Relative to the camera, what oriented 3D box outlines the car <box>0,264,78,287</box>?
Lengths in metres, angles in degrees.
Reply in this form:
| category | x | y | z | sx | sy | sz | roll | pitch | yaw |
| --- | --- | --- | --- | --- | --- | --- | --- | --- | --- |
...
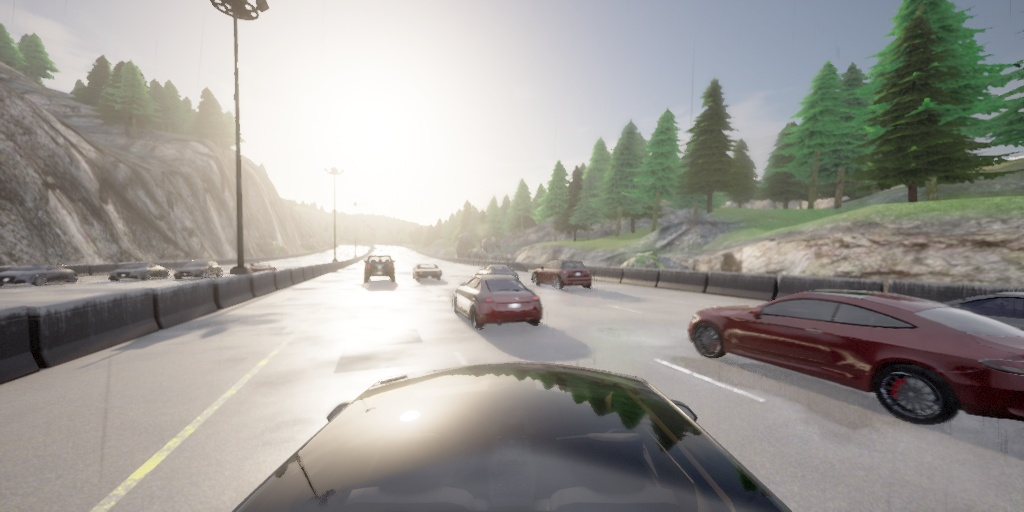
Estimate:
| category | x | y | z | sx | sy | sz | roll | pitch | yaw |
| --- | --- | --- | --- | --- | --- | --- | --- | --- | --- |
| car | -31.232 | 1.243 | 23.549 | 1.994 | 1.385 | 4.181 | 0 | 0 | -20 |

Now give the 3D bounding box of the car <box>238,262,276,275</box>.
| category | x | y | z | sx | sy | sz | roll | pitch | yaw |
| --- | --- | --- | --- | --- | --- | --- | --- | --- | --- |
| car | -23.451 | 1.249 | 32.980 | 1.895 | 1.301 | 4.718 | 0 | 0 | -20 |

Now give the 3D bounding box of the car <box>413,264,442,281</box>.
| category | x | y | z | sx | sy | sz | roll | pitch | yaw |
| --- | --- | --- | --- | --- | --- | --- | --- | --- | --- |
| car | -6.917 | 1.262 | 28.903 | 1.895 | 1.301 | 4.718 | 0 | 0 | -20 |

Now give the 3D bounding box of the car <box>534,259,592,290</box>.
| category | x | y | z | sx | sy | sz | roll | pitch | yaw |
| --- | --- | --- | --- | --- | --- | --- | --- | --- | --- |
| car | 2.952 | 1.037 | 22.158 | 2.097 | 1.767 | 4.553 | 0 | 0 | -21 |

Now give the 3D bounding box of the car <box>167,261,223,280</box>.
| category | x | y | z | sx | sy | sz | roll | pitch | yaw |
| --- | --- | --- | --- | --- | --- | --- | --- | --- | --- |
| car | -26.107 | 1.162 | 30.007 | 1.837 | 1.490 | 4.892 | 0 | 0 | -20 |

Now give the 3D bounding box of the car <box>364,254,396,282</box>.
| category | x | y | z | sx | sy | sz | roll | pitch | yaw |
| --- | --- | --- | --- | --- | --- | --- | --- | --- | --- |
| car | -10.249 | 0.886 | 27.826 | 2.150 | 2.045 | 5.566 | 0 | 0 | -20 |

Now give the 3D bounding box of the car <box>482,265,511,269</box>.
| category | x | y | z | sx | sy | sz | roll | pitch | yaw |
| --- | --- | --- | --- | --- | --- | --- | --- | --- | --- |
| car | -0.990 | 1.245 | 22.753 | 1.994 | 1.385 | 4.181 | 0 | 0 | -20 |

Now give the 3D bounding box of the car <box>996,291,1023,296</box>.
| category | x | y | z | sx | sy | sz | roll | pitch | yaw |
| --- | --- | --- | --- | --- | --- | --- | --- | --- | --- |
| car | 8.680 | 1.299 | 6.184 | 1.994 | 1.385 | 4.181 | 0 | 0 | -20 |

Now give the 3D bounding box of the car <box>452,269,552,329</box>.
| category | x | y | z | sx | sy | sz | roll | pitch | yaw |
| --- | --- | --- | --- | --- | --- | --- | --- | --- | --- |
| car | -0.619 | 1.282 | 11.367 | 1.994 | 1.385 | 4.181 | 0 | 0 | -20 |

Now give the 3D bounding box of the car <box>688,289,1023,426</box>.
| category | x | y | z | sx | sy | sz | roll | pitch | yaw |
| --- | --- | --- | --- | --- | --- | --- | --- | --- | --- |
| car | 5.126 | 1.262 | 5.755 | 1.812 | 1.442 | 4.674 | 0 | 0 | -20 |

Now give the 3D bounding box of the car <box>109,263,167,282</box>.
| category | x | y | z | sx | sy | sz | roll | pitch | yaw |
| --- | --- | --- | --- | --- | --- | --- | --- | --- | --- |
| car | -29.163 | 1.228 | 28.159 | 1.994 | 1.385 | 4.181 | 0 | 0 | -20 |
